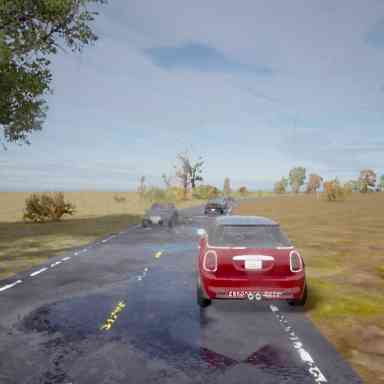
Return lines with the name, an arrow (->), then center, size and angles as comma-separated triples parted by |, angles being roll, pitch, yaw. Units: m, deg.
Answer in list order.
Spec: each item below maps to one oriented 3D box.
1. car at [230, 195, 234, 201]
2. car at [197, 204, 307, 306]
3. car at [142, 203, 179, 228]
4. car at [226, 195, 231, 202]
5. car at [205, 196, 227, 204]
car -> 8.949, 1.442, 80.917 | 1.837, 1.490, 4.892 | 0, 0, 16
car -> 1.197, 1.351, 8.221 | 2.097, 1.767, 4.553 | 0, 0, 2
car -> -1.970, 1.487, 22.098 | 2.128, 1.511, 4.902 | 0, 0, 5
car -> 3.718, 1.527, 44.896 | 2.033, 1.411, 5.357 | 0, 0, 11
car -> 2.386, 1.494, 34.813 | 1.837, 1.490, 4.892 | 0, 0, 8
